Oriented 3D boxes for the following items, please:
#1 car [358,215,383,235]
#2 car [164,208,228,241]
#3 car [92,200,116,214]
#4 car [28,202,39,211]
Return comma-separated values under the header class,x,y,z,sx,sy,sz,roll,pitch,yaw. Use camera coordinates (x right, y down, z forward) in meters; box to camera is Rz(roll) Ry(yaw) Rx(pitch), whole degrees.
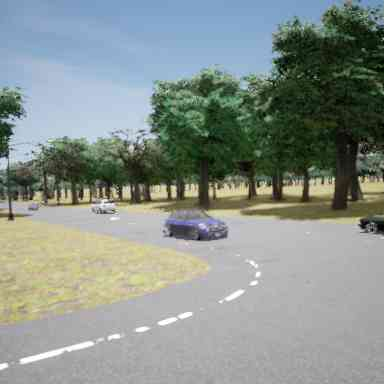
class,x,y,z,sx,sy,sz,roll,pitch,yaw
car,11.253,1.547,17.190,1.895,1.301,4.718,-3,0,-36
car,0.136,1.901,20.554,2.097,1.767,4.553,-3,1,-36
car,-13.783,2.283,51.755,2.150,2.045,5.566,-3,1,-36
car,-35.297,3.443,74.264,2.128,1.511,4.902,-3,1,-29
